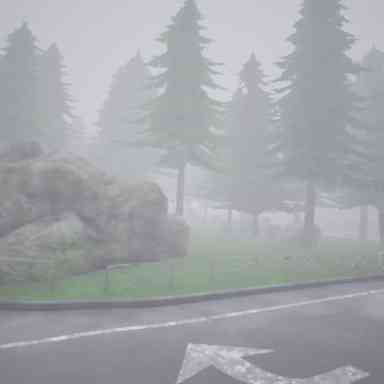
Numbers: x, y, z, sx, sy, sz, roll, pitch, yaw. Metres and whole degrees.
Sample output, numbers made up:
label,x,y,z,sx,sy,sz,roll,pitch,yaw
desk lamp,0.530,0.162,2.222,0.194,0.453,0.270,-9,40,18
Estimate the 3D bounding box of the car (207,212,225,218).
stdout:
label,x,y,z,sx,sy,sz,roll,pitch,yaw
car,4.678,4.489,64.664,2.033,1.411,5.357,5,-2,-23
